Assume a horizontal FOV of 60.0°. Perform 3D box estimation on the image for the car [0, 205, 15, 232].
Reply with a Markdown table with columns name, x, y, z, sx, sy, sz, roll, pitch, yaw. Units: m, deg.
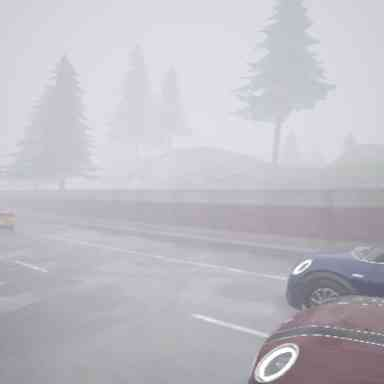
| name | x | y | z | sx | sy | sz | roll | pitch | yaw |
| --- | --- | --- | --- | --- | --- | --- | --- | --- | --- |
| car | -11.738 | 1.428 | 18.951 | 5.008 | 1.535 | 1.882 | 0 | 0 | 45 |

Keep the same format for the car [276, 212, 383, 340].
| name | x | y | z | sx | sy | sz | roll | pitch | yaw |
| --- | --- | --- | --- | --- | --- | --- | --- | --- | --- |
| car | 3.982 | 1.366 | 5.557 | 4.553 | 1.767 | 2.097 | 0 | 0 | 36 |

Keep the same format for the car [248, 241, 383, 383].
| name | x | y | z | sx | sy | sz | roll | pitch | yaw |
| --- | --- | --- | --- | --- | --- | --- | --- | --- | --- |
| car | 2.652 | 1.362 | 2.192 | 4.553 | 1.767 | 2.097 | 0 | 0 | 35 |
